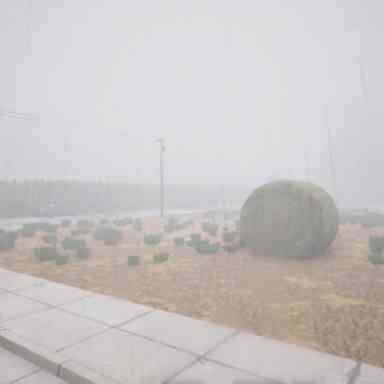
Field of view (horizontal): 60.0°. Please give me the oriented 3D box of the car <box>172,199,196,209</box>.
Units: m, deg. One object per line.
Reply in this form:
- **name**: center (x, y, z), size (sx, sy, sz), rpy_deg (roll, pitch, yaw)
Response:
- **car**: center (-1.178, 1.808, 50.759), size (1.812, 1.442, 4.674), rpy_deg (-1, 0, 33)

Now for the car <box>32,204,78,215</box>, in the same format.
- **car**: center (-13.187, 1.837, 32.190), size (1.994, 1.385, 4.181), rpy_deg (-1, 0, 33)
